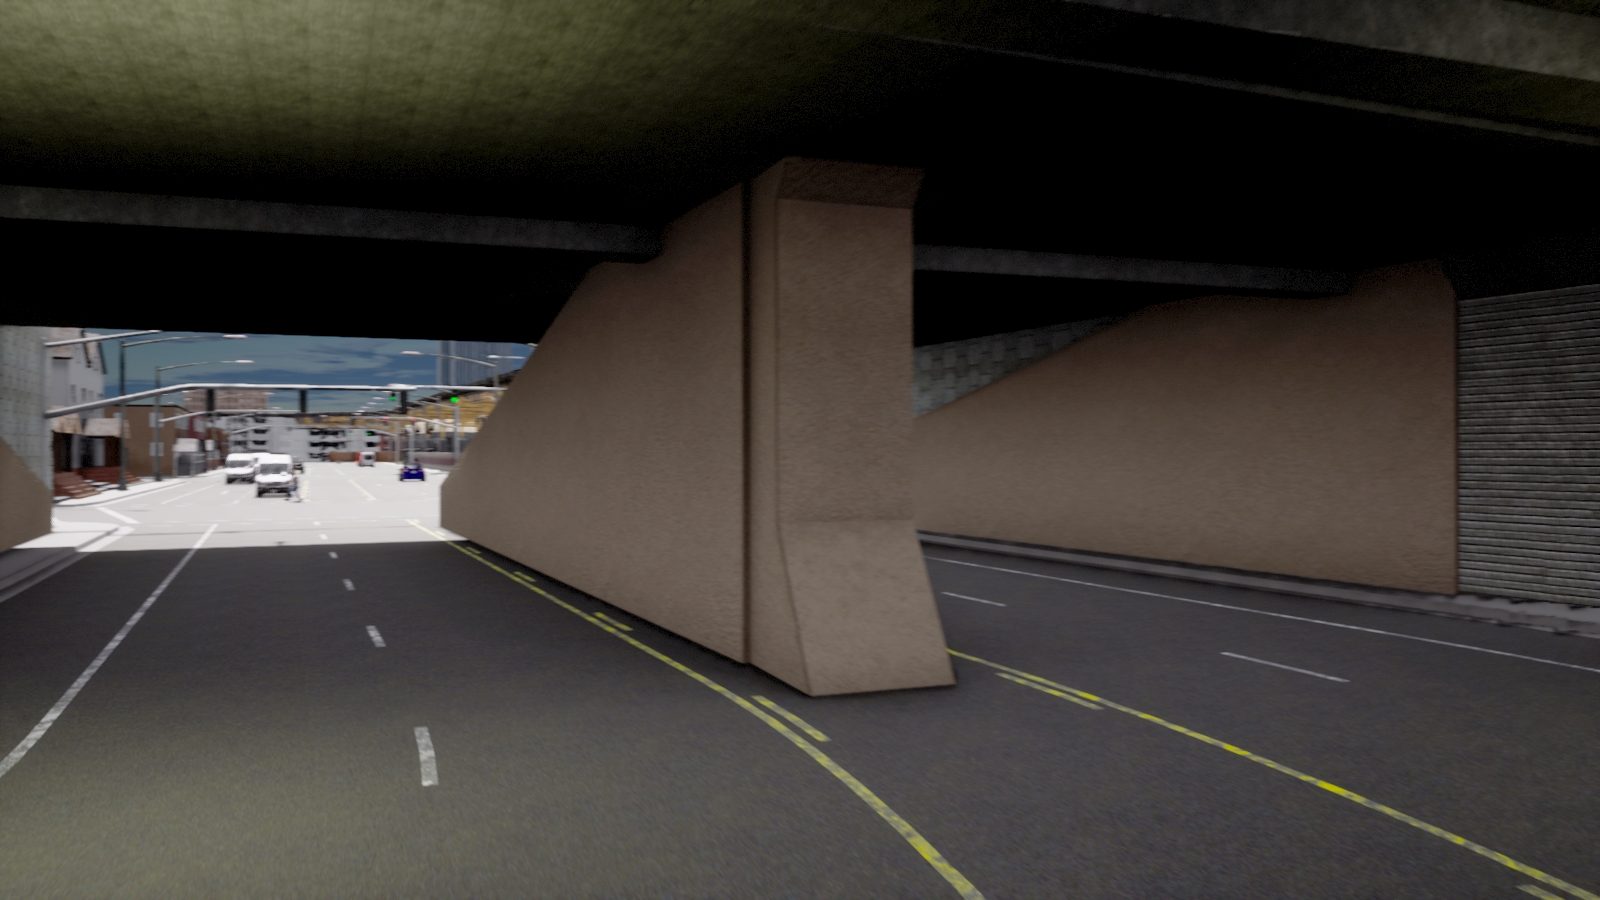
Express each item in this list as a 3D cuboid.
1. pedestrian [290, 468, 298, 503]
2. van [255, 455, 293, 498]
[{"bbox_3d":[-27.447,1.910,61.990,0.375,1.860,0.375,0,0,-32],"label":"pedestrian"},{"bbox_3d":[-32.475,1.585,70.656,1.988,2.561,5.915,0,0,-23],"label":"van"}]
